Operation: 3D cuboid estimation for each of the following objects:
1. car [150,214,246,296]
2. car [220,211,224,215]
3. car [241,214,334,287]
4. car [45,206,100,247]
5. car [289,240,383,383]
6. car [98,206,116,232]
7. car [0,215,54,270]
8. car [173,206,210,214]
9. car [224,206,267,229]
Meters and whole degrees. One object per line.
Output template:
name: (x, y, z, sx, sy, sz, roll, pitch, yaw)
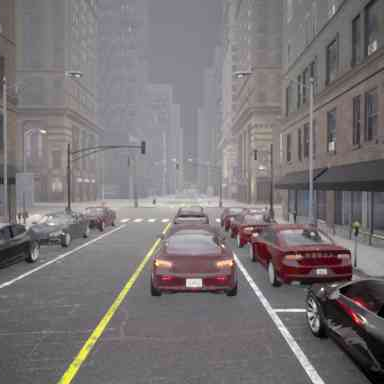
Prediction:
car: (0.045, 1.524, 8.489, 1.812, 1.442, 4.674, 0, 0, 0)
car: (2.696, 1.543, 20.245, 1.887, 1.381, 4.507, -1, 0, 0)
car: (2.728, 1.543, 9.234, 1.887, 1.381, 4.507, -1, 0, 0)
car: (-5.813, 1.549, 14.714, 2.008, 1.369, 4.403, -1, 0, 0)
car: (2.745, 1.565, 3.729, 1.947, 1.339, 4.313, -1, 0, 0)
car: (-5.829, 1.542, 20.220, 1.887, 1.381, 4.507, -1, 0, 0)
car: (-5.797, 1.564, 9.209, 1.947, 1.339, 4.313, -1, 0, 0)
car: (-0.022, 1.489, 18.262, 2.128, 1.511, 4.902, 0, 0, 1)
car: (2.712, 1.543, 14.739, 1.887, 1.381, 4.507, -1, 0, 0)
